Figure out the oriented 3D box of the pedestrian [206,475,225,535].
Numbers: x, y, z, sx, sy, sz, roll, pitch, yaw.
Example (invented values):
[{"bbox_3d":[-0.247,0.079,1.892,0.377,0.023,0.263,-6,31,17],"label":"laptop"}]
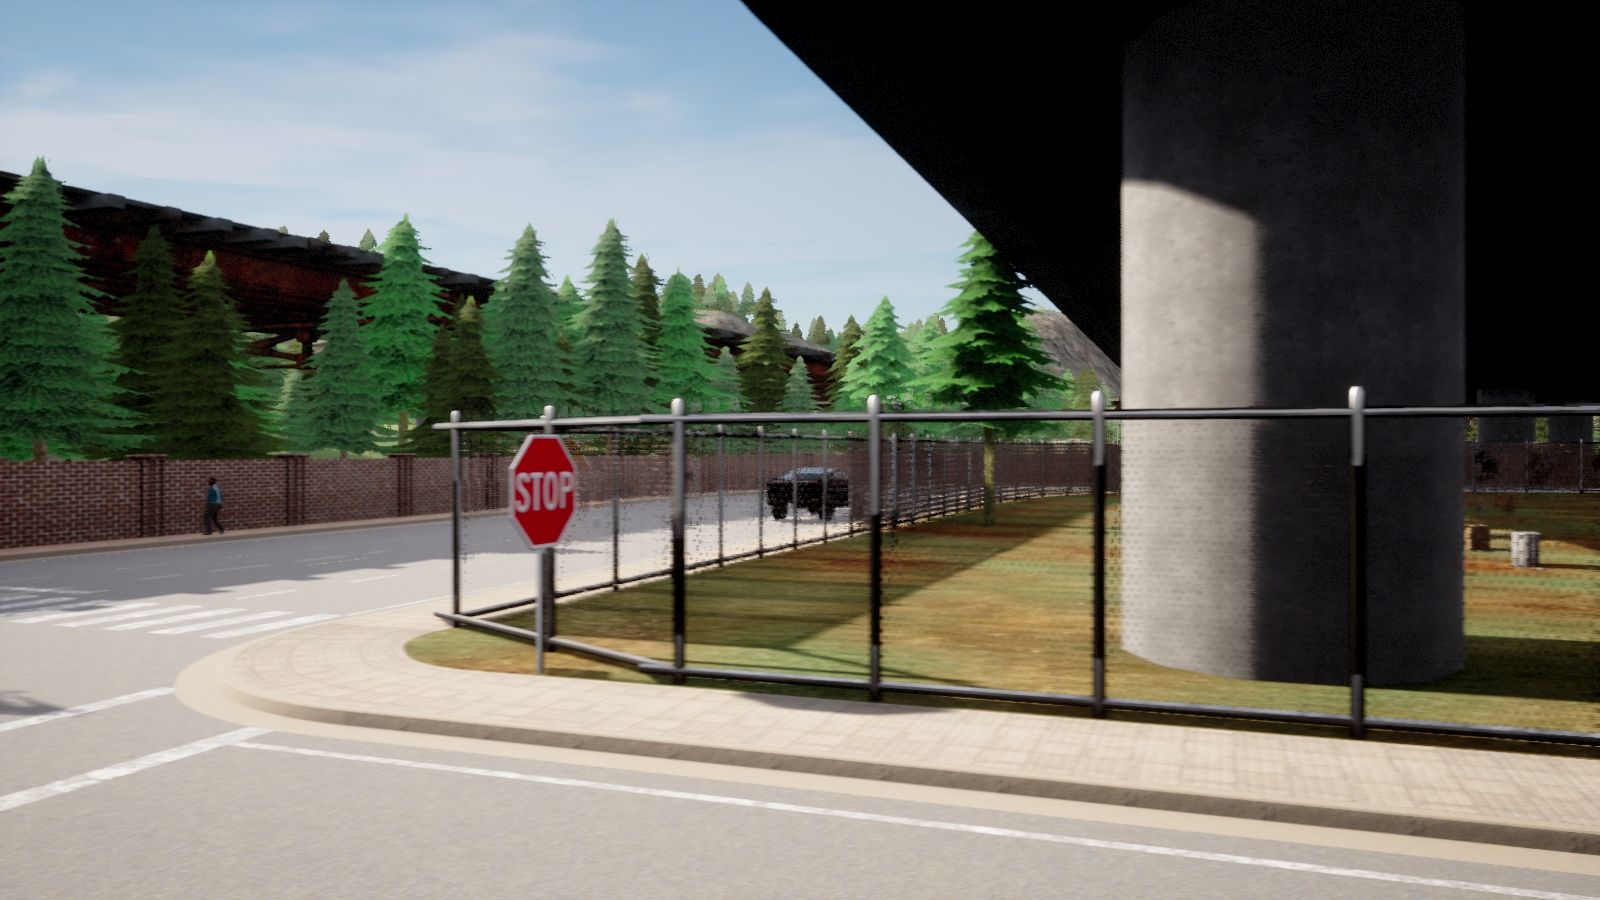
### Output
[{"bbox_3d":[-18.100,1.696,35.375,0.375,1.860,0.375,0,0,18],"label":"pedestrian"}]
